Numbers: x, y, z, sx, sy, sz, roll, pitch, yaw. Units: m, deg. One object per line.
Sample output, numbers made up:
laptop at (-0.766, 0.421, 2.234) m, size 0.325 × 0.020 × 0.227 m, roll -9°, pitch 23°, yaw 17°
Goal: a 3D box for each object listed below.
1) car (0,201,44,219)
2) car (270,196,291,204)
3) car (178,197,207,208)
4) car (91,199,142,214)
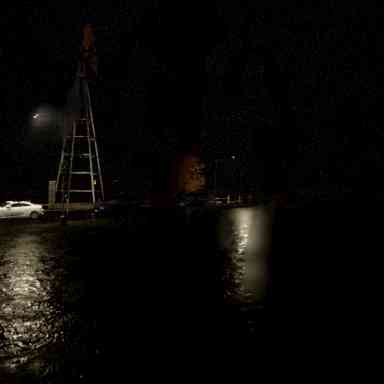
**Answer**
car at (-13.963, 1.442, 25.823) m, size 1.812 × 1.442 × 4.674 m, roll 1°, pitch 1°, yaw 39°
car at (15.880, 1.358, 59.367) m, size 2.033 × 1.411 × 5.357 m, roll 1°, pitch 1°, yaw 40°
car at (0.132, 1.365, 44.140) m, size 1.812 × 1.442 × 4.674 m, roll 1°, pitch 1°, yaw 38°
car at (-7.597, 1.429, 34.137) m, size 2.033 × 1.411 × 5.357 m, roll 1°, pitch 1°, yaw 37°
